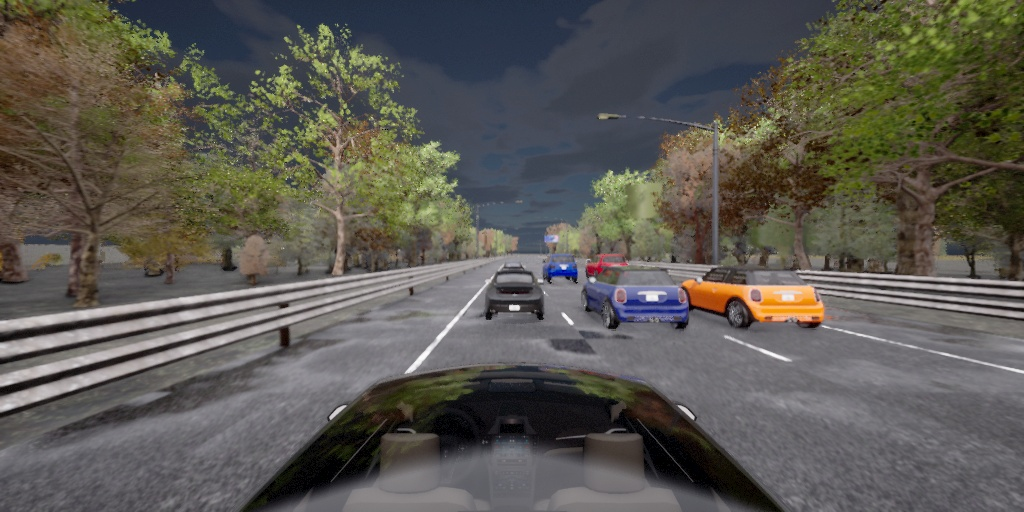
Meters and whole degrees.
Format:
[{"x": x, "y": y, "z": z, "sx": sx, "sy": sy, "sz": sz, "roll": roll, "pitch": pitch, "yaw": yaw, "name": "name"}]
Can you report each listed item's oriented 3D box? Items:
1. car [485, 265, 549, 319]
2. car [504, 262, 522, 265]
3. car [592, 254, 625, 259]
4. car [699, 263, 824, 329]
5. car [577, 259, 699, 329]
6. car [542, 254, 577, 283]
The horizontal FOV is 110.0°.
[{"x": 0.081, "y": 1.230, "z": 12.705, "sx": 1.837, "sy": 1.490, "sz": 4.892, "roll": 0, "pitch": 0, "yaw": 0, "name": "car"}, {"x": 0.080, "y": 1.177, "z": 28.194, "sx": 2.128, "sy": 1.511, "sz": 4.902, "roll": 0, "pitch": 0, "yaw": 0, "name": "car"}, {"x": 7.078, "y": 0.909, "z": 27.204, "sx": 2.150, "sy": 2.045, "sz": 5.566, "roll": 0, "pitch": 0, "yaw": 0, "name": "car"}, {"x": 7.076, "y": 1.080, "z": 11.302, "sx": 2.097, "sy": 1.767, "sz": 4.553, "roll": 0, "pitch": 0, "yaw": 0, "name": "car"}, {"x": 3.576, "y": 1.079, "z": 11.248, "sx": 2.097, "sy": 1.767, "sz": 4.553, "roll": 0, "pitch": 0, "yaw": 0, "name": "car"}, {"x": 3.581, "y": 0.908, "z": 27.332, "sx": 2.150, "sy": 2.045, "sz": 5.566, "roll": 0, "pitch": 0, "yaw": 0, "name": "car"}]
